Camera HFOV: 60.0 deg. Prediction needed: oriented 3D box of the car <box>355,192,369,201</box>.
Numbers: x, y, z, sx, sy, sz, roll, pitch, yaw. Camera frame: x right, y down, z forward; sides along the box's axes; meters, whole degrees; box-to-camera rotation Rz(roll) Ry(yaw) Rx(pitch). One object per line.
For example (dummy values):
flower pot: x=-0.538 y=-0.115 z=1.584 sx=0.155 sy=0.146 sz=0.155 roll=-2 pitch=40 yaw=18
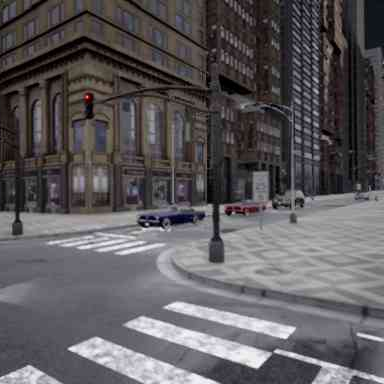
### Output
car: x=29.057 y=0.731 z=56.860 sx=2.033 sy=1.411 sz=5.357 roll=-1 pitch=0 yaw=34

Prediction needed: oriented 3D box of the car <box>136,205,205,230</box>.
car: x=-1.244 y=1.493 z=20.552 sx=1.895 sy=1.301 sz=4.718 roll=-1 pitch=0 yaw=36

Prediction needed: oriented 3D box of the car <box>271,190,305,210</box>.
car: x=10.834 y=0.815 z=37.194 sx=2.150 sy=2.045 sz=5.566 roll=-1 pitch=1 yaw=36

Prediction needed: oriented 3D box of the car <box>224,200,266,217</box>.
car: x=4.626 y=1.348 z=28.637 sx=1.895 sy=1.301 sz=4.718 roll=-1 pitch=0 yaw=36
